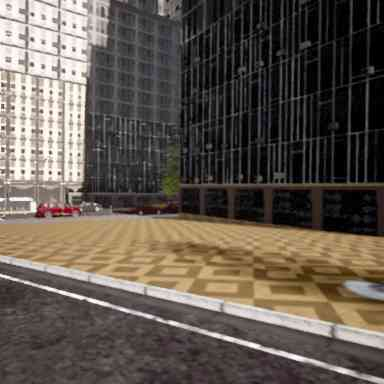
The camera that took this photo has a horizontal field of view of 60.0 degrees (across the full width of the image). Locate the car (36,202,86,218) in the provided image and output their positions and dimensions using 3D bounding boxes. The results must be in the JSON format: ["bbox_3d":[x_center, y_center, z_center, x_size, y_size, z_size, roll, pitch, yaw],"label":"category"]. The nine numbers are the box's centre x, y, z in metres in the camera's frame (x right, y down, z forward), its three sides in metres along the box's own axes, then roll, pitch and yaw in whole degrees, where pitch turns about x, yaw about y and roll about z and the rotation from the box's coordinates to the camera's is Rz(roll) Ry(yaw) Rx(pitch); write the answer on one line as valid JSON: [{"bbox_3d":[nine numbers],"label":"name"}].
[{"bbox_3d":[-15.582,2.069,38.949,5.009,1.841,2.192,0,1,-34],"label":"car"}]

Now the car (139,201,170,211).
[{"bbox_3d":[-6.141,2.230,54.964,4.829,1.417,1.752,0,1,-34],"label":"car"}]

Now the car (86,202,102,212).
[{"bbox_3d":[-15.357,2.211,48.656,4.403,1.369,2.008,0,1,-34],"label":"car"}]

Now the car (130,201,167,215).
[{"bbox_3d":[-6.229,2.343,45.355,4.507,1.381,1.887,0,1,-34],"label":"car"}]

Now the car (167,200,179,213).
[{"bbox_3d":[-1.548,2.136,48.554,5.009,1.841,2.192,0,1,-34],"label":"car"}]
